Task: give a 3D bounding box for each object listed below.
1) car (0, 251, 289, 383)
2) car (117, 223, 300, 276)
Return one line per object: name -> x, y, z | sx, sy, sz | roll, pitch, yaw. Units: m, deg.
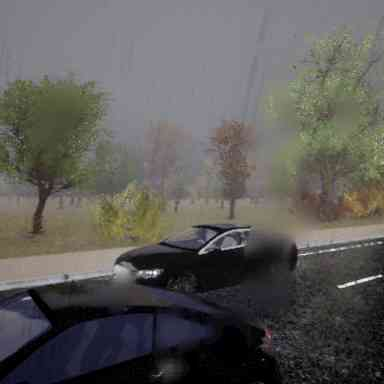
car -> -1.165, 1.570, 2.826 | 4.181, 1.385, 1.994 | 1, 0, -36
car -> 0.531, 1.540, 8.032 | 4.902, 1.511, 2.128 | 1, 0, -35
